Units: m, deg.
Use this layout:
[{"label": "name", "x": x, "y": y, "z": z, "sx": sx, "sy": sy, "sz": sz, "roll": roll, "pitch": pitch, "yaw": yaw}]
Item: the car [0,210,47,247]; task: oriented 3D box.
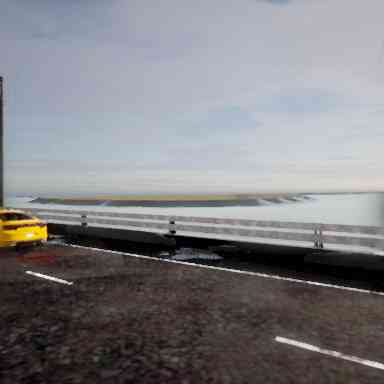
[{"label": "car", "x": -8.125, "y": 1.484, "z": 14.013, "sx": 5.008, "sy": 1.535, "sz": 1.882, "roll": 0, "pitch": 0, "yaw": 36}]
